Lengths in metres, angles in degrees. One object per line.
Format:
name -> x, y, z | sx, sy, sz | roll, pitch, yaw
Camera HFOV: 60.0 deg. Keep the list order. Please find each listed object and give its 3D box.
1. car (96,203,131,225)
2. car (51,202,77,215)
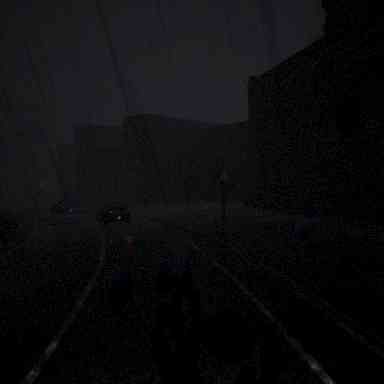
car -> -5.870, 1.552, 24.538 | 2.128, 1.511, 4.902 | -2, 0, -24
car -> -14.898, 1.861, 38.618 | 1.812, 1.442, 4.674 | -4, 1, -40
